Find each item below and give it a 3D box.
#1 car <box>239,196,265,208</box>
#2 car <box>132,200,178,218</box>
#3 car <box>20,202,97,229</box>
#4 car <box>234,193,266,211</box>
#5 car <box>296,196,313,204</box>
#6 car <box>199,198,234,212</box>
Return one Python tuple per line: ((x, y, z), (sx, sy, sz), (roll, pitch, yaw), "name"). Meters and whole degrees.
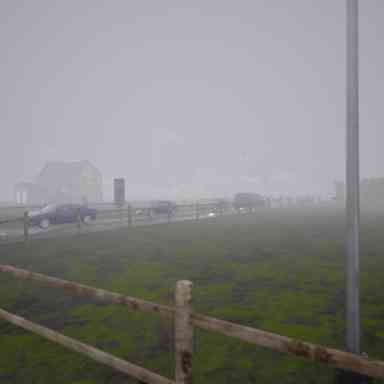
((8.521, 1.375, 46.922), (1.837, 1.490, 4.892), (-1, 0, 34), "car")
((-3.248, 1.453, 29.860), (2.128, 1.511, 4.902), (-1, 0, 35), "car")
((-8.707, 1.480, 21.985), (1.882, 1.535, 5.008), (-1, 0, 36), "car")
((6.888, 1.093, 39.401), (2.150, 2.045, 5.566), (-1, 0, 35), "car")
((19.711, 1.324, 58.037), (1.994, 1.385, 4.181), (-1, 0, 34), "car")
((2.607, 1.423, 38.367), (1.837, 1.490, 4.892), (-1, 0, 34), "car")
